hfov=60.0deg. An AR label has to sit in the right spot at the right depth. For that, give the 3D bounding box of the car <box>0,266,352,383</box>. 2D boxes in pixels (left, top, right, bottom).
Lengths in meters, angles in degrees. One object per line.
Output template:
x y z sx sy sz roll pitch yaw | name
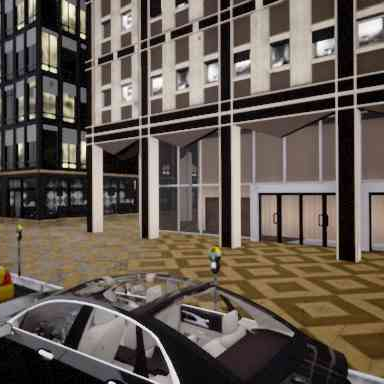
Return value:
-0.744 1.550 3.413 4.403 1.369 2.008 0 0 36 | car
